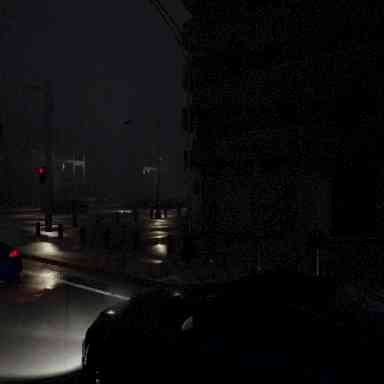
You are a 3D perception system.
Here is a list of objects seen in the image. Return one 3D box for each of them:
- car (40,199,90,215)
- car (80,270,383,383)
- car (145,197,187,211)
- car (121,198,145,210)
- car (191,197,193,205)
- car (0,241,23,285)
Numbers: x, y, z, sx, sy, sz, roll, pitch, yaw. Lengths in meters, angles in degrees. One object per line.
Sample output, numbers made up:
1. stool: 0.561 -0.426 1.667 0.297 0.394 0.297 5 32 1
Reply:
1. car: -12.565 1.449 33.121 1.837 1.490 4.892 0 0 36
2. car: 0.755 1.564 3.452 4.181 1.385 1.994 0 0 36
3. car: -2.809 1.492 40.308 2.033 1.411 5.357 0 0 36
4. car: -6.397 1.492 41.658 2.033 1.411 5.357 0 0 36
5. car: -0.506 1.450 49.795 1.837 1.490 4.892 0 0 36
6. car: -6.097 1.564 8.319 4.181 1.385 1.994 0 0 36
